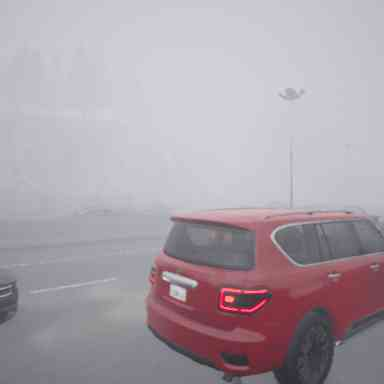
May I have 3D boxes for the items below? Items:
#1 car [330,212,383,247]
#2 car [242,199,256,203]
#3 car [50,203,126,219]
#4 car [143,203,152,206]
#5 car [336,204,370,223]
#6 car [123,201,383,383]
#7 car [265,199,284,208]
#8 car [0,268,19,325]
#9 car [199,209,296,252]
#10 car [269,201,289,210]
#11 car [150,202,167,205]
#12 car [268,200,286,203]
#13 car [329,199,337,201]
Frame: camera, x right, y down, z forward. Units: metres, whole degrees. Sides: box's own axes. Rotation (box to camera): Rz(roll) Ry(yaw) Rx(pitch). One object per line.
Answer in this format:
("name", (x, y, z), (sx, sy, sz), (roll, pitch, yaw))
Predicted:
("car", (8.899, 1.810, 16.972), (1.895, 1.301, 4.718), (0, -1, 42))
("car", (10.750, 2.194, 63.363), (1.837, 1.490, 4.892), (0, 0, 33))
("car", (-6.669, 1.687, 21.449), (4.902, 1.511, 2.128), (1, -1, -42))
("car", (-5.772, 1.822, 27.148), (1.994, 1.385, 4.181), (0, -1, 44))
("car", (14.714, 1.915, 30.213), (2.033, 1.411, 5.357), (0, -1, 33))
("car", (1.914, 1.287, 5.558), (5.566, 2.045, 2.150), (1, -1, -39))
("car", (16.285, 2.258, 65.555), (2.128, 1.511, 4.902), (0, -1, 32))
("car", (-5.200, 1.506, 4.603), (5.008, 1.535, 1.882), (1, -1, -35))
("car", (2.776, 1.650, 15.682), (5.008, 1.535, 1.882), (1, -1, -43))
("car", (14.909, 2.243, 56.873), (1.895, 1.301, 4.718), (0, -1, 33))
("car", (-4.077, 1.843, 34.325), (1.837, 1.490, 4.892), (0, -1, 37))
("car", (12.269, 2.028, 46.208), (1.837, 1.490, 4.892), (0, -1, 32))
("car", (34.581, 2.352, 81.466), (1.812, 1.442, 4.674), (0, -1, 32))
